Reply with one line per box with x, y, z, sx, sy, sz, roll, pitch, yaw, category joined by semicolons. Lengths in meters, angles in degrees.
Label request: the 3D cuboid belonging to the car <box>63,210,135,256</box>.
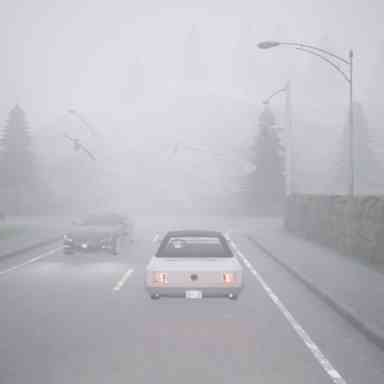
-3.485;1.505;13.263;1.837;1.490;4.892;1;0;0;car

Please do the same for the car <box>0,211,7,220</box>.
-16.368;1.547;23.855;5.357;1.411;2.033;0;0;1;car

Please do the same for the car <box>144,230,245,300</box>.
0.058;1.601;8.353;1.895;1.301;4.718;0;0;0;car
